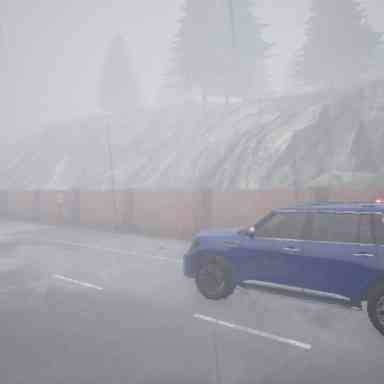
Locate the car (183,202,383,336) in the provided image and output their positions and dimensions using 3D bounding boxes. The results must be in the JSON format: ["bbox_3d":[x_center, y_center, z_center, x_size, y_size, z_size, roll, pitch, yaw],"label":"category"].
[{"bbox_3d":[2.450,1.219,6.623,5.566,2.045,2.150,0,0,36],"label":"car"}]
